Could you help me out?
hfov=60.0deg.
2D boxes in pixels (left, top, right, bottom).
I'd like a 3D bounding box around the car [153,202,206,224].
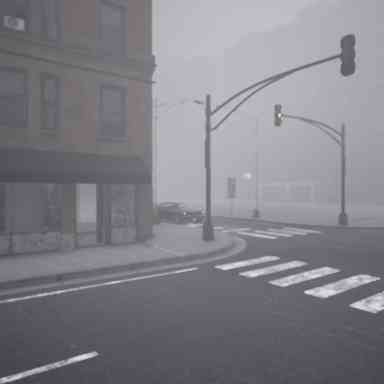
[{"bbox_3d":[-1.104,1.394,22.799,1.895,1.301,4.718,0,1,-35],"label":"car"}]
